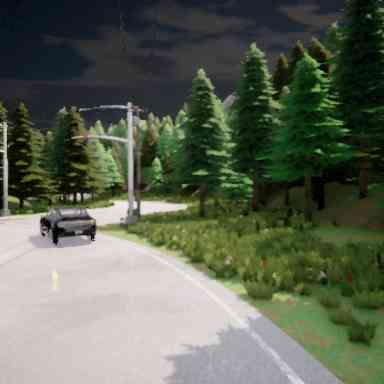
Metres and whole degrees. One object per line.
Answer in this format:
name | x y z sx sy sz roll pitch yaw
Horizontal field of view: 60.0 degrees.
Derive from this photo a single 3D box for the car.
car | -5.977 1.461 15.827 2.128 1.511 4.902 -1 0 -32
